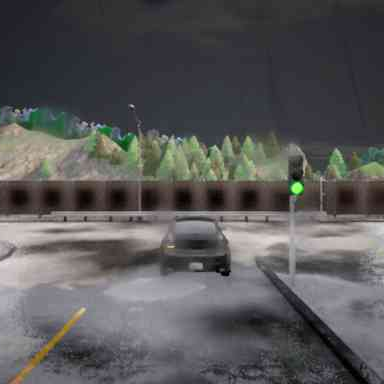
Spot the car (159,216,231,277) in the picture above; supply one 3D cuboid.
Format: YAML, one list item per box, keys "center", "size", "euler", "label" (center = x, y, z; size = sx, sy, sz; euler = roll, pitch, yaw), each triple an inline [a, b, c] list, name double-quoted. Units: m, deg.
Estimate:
- center: [0.041, 1.495, 10.227]
  size: [1.837, 1.490, 4.892]
  euler: [0, 0, -1]
  label: "car"
